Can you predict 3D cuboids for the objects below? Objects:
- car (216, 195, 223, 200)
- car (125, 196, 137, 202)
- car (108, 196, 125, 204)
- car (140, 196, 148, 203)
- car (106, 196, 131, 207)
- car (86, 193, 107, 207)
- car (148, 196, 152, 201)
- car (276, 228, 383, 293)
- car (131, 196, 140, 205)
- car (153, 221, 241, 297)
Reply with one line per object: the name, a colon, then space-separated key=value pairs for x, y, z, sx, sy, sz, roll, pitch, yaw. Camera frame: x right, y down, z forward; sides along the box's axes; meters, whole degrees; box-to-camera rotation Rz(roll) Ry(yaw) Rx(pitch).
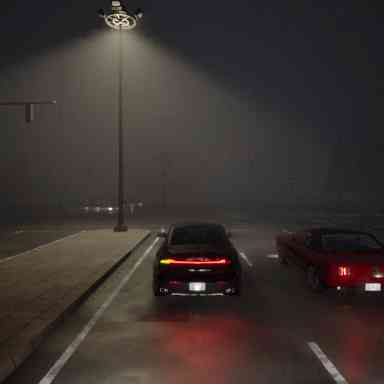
car: x=7.845 y=1.552 z=94.730 sx=1.994 sy=1.385 sz=4.181 roll=0 pitch=0 yaw=2
car: x=-14.500 y=1.552 z=79.349 sx=1.994 sy=1.385 sz=4.181 roll=0 pitch=0 yaw=0
car: x=-14.621 y=1.547 z=64.802 sx=2.033 sy=1.411 sz=5.357 roll=0 pitch=0 yaw=1
car: x=-11.067 y=1.595 z=69.372 sx=1.895 sy=1.301 sz=4.718 roll=0 pitch=0 yaw=0
car: x=-11.274 y=1.601 z=51.388 sx=1.895 sy=1.301 sz=4.718 roll=0 pitch=0 yaw=0
car: x=-14.767 y=1.222 z=51.939 sx=2.150 sy=2.045 sz=5.566 roll=0 pitch=0 yaw=0
car: x=-10.988 y=1.551 z=80.890 sx=1.994 sy=1.385 sz=4.181 roll=0 pitch=0 yaw=1
car: x=3.629 y=1.601 z=8.829 sx=1.895 sy=1.301 sz=4.718 roll=0 pitch=0 yaw=1
car: x=-11.194 y=1.504 z=60.398 sx=1.837 sy=1.490 sz=4.892 roll=0 pitch=0 yaw=1
car: x=0.126 y=1.505 z=8.585 sx=1.837 sy=1.490 sz=4.892 roll=0 pitch=0 yaw=1
